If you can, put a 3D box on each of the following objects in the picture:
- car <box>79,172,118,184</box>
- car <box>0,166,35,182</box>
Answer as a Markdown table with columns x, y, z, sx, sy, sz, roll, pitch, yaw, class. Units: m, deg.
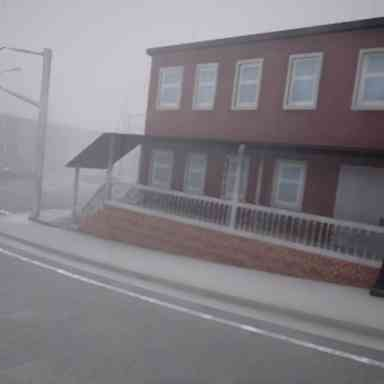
| x | y | z | sx | sy | sz | roll | pitch | yaw | class |
| --- | --- | --- | --- | --- | --- | --- | --- | --- | --- |
| -11.109 | -1.674 | 39.435 | 1.895 | 1.301 | 4.718 | 10 | 6 | 35 | car |
| -16.878 | -1.754 | 31.409 | 1.812 | 1.442 | 4.674 | 10 | 6 | 35 | car |
